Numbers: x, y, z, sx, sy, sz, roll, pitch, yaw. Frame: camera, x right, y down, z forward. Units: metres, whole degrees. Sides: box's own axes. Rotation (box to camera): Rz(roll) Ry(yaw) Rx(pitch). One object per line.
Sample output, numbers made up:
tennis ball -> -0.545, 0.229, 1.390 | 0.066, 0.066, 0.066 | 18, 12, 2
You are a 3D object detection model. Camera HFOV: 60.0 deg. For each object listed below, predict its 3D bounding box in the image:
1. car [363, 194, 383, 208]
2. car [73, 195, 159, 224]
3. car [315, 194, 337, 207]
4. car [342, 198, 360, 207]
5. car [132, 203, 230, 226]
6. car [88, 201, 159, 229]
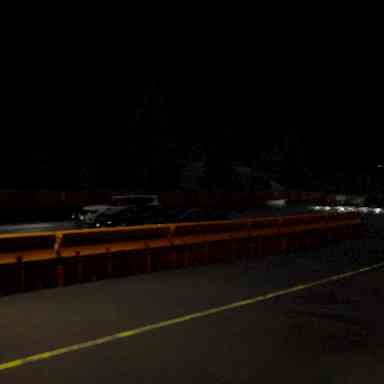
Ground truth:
car -> 27.030, 1.287, 49.298 | 2.150, 2.045, 5.566 | 0, 0, 38
car -> -4.637, 1.234, 22.339 | 5.566, 2.045, 2.150 | 0, 0, -37
car -> 21.919, 1.289, 54.136 | 2.150, 2.045, 5.566 | 0, 0, 37
car -> 25.048, 1.666, 52.472 | 1.895, 1.301, 4.718 | 0, 0, 37
car -> -0.223, 1.504, 16.961 | 4.902, 1.511, 2.128 | 0, 0, -38
car -> -3.092, 1.517, 19.169 | 4.892, 1.490, 1.837 | 0, 0, -37
